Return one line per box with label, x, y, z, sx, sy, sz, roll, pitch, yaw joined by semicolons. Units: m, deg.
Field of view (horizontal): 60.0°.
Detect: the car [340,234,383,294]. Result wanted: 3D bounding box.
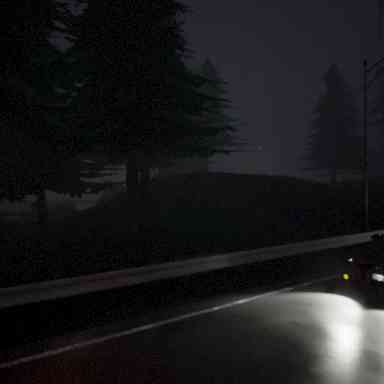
car;5.357;1.498;7.752;4.181;1.385;1.994;-1;0;-35
